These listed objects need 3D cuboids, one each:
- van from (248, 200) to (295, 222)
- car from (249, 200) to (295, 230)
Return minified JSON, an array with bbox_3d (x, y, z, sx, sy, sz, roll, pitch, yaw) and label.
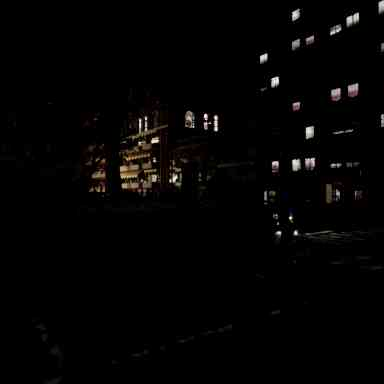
[{"bbox_3d":[7.155,1.642,30.201,1.690,1.788,3.998,-1,0,-36],"label":"van"},{"bbox_3d":[4.937,1.605,23.434,2.097,1.767,4.553,0,-1,-36],"label":"car"}]
